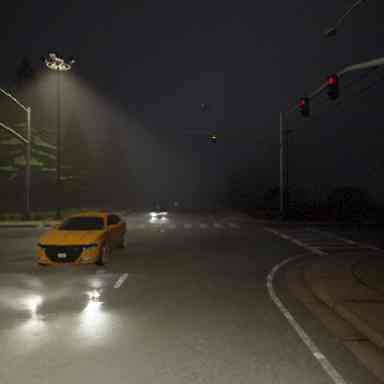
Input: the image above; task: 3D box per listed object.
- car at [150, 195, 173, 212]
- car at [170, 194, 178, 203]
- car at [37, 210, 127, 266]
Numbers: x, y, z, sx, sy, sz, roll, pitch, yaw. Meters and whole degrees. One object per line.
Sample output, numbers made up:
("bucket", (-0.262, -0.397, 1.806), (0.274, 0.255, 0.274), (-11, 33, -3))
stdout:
("car", (-3.614, 1.408, 37.589), (2.128, 1.511, 4.902), (0, 0, 0))
("car", (-3.693, 1.212, 63.199), (1.837, 1.490, 4.892), (0, 0, 0))
("car", (-3.534, 1.445, 11.530), (1.882, 1.535, 5.008), (0, 0, 0))
